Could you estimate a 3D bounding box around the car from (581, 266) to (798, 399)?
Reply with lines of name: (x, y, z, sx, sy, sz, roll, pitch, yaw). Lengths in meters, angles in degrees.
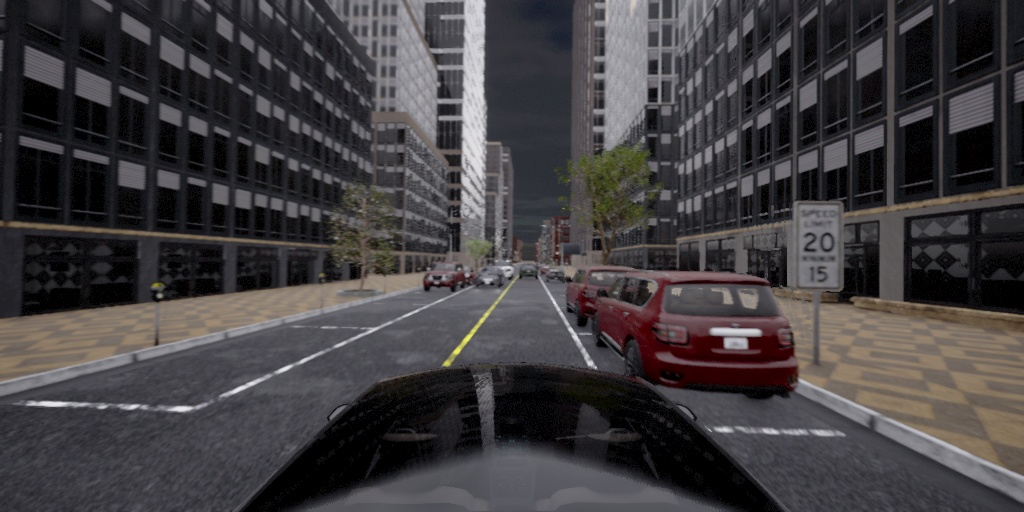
car: (2.816, 1.175, 6.718, 2.192, 1.841, 5.009, 0, 0, 3)

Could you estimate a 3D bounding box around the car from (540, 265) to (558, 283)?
car: (4.069, 1.809, 34.476, 2.007, 1.370, 4.403, 0, 0, 3)

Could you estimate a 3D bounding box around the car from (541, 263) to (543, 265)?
car: (4.888, 2.047, 51.131, 1.888, 1.381, 4.507, 0, 0, 3)

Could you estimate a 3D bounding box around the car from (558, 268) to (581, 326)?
car: (2.993, 1.253, 12.272, 2.192, 1.841, 5.009, 0, 0, 3)

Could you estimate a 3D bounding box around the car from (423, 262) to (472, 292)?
car: (-4.347, 1.297, 23.762, 2.192, 1.841, 5.009, 0, 0, 3)

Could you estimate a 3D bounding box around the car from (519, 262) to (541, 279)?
car: (1.874, 1.657, 40.286, 2.097, 1.767, 4.553, 1, -1, 3)

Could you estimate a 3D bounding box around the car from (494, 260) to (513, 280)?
car: (-1.036, 1.458, 38.580, 2.150, 2.045, 5.566, 1, -1, 3)

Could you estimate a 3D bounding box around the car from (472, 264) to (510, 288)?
car: (-1.589, 1.607, 27.421, 2.128, 1.511, 4.902, 1, -1, 3)
